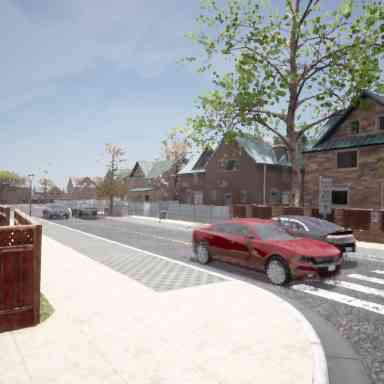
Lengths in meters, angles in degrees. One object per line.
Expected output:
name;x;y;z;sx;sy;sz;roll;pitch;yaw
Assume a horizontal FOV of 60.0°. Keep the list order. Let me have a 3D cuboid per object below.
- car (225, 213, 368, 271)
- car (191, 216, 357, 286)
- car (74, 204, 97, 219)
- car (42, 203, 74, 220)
car;3.662;1.658;12.642;2.128;1.511;4.902;2;-2;-34
car;1.919;1.557;9.959;1.882;1.535;5.008;2;-2;-34
car;-11.446;1.957;34.910;2.128;1.511;4.902;2;-2;-34
car;-13.302;1.883;32.419;1.837;1.490;4.892;2;-2;-34
